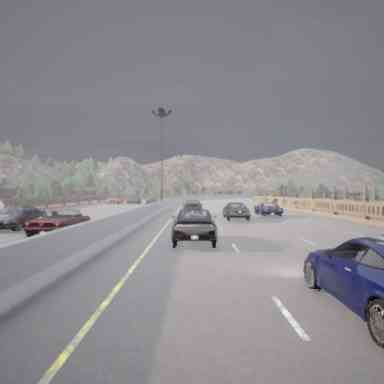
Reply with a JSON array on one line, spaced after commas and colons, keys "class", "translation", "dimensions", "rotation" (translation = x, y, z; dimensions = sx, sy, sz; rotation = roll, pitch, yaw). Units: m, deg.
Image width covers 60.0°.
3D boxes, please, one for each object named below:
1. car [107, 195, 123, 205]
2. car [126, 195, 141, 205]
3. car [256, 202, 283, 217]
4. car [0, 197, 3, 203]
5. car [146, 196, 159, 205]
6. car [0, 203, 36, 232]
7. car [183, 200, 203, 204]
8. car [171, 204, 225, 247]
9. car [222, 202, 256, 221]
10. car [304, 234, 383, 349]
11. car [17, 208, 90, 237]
[{"class": "car", "translation": [-14.044, 1.390, 60.559], "dimensions": [2.097, 1.767, 4.553], "rotation": [0, 0, 0]}, {"class": "car", "translation": [-10.544, 1.389, 60.396], "dimensions": [2.097, 1.767, 4.553], "rotation": [0, 0, 1]}, {"class": "car", "translation": [7.095, 1.620, 31.486], "dimensions": [1.895, 1.301, 4.718], "rotation": [0, 0, 0]}, {"class": "car", "translation": [-14.102, 1.237, 21.062], "dimensions": [2.150, 2.045, 5.566], "rotation": [0, 0, 0]}, {"class": "car", "translation": [-7.046, 1.540, 59.151], "dimensions": [1.837, 1.490, 4.892], "rotation": [0, 0, 1]}, {"class": "car", "translation": [-10.604, 1.560, 20.263], "dimensions": [2.033, 1.411, 5.357], "rotation": [0, 0, 0]}, {"class": "car", "translation": [0.095, 1.525, 33.055], "dimensions": [1.837, 1.490, 4.892], "rotation": [0, 0, 0]}, {"class": "car", "translation": [0.098, 1.500, 14.994], "dimensions": [2.128, 1.511, 4.902], "rotation": [0, 0, 0]}, {"class": "car", "translation": [3.596, 1.564, 27.547], "dimensions": [2.033, 1.411, 5.357], "rotation": [0, 0, 0]}, {"class": "car", "translation": [3.600, 1.529, 6.094], "dimensions": [1.812, 1.442, 4.674], "rotation": [0, 0, 0]}, {"class": "car", "translation": [-7.103, 1.612, 17.898], "dimensions": [1.895, 1.301, 4.718], "rotation": [0, 0, 0]}]
